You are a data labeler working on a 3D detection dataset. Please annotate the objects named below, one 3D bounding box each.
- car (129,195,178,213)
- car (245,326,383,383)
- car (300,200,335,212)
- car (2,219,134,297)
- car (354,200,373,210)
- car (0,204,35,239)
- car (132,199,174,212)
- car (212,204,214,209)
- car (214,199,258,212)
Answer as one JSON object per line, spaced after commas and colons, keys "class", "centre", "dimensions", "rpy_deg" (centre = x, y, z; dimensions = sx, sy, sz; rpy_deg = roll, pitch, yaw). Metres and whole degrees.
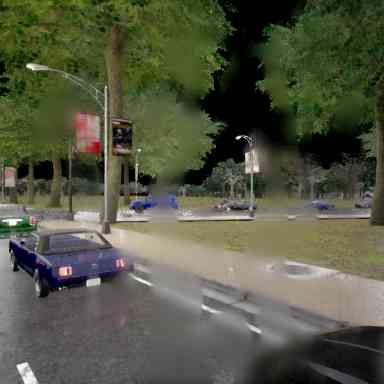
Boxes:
{"class": "car", "centre": [-4.364, 1.352, 38.212], "dimensions": [5.566, 2.045, 2.150], "rpy_deg": [0, 0, -14]}
{"class": "car", "centre": [2.357, 1.478, 1.241], "dimensions": [1.882, 1.535, 5.008], "rpy_deg": [0, 0, -38]}
{"class": "car", "centre": [16.413, 1.782, 43.535], "dimensions": [4.674, 1.442, 1.812], "rpy_deg": [0, 0, -14]}
{"class": "car", "centre": [-3.420, 1.601, 8.710], "dimensions": [1.895, 1.301, 4.718], "rpy_deg": [0, 0, -38]}
{"class": "car", "centre": [26.263, 1.894, 49.351], "dimensions": [4.181, 1.385, 1.994], "rpy_deg": [1, 0, -14]}
{"class": "car", "centre": [-8.915, 1.352, 15.824], "dimensions": [2.097, 1.767, 4.553], "rpy_deg": [0, 0, -38]}
{"class": "car", "centre": [-4.879, 1.622, 41.432], "dimensions": [4.902, 1.511, 2.128], "rpy_deg": [0, 0, -14]}
{"class": "car", "centre": [4.906, 1.713, 43.943], "dimensions": [4.674, 1.442, 1.812], "rpy_deg": [0, 0, -14]}
{"class": "car", "centre": [5.654, 1.680, 40.782], "dimensions": [4.902, 1.511, 2.128], "rpy_deg": [0, 0, -14]}
